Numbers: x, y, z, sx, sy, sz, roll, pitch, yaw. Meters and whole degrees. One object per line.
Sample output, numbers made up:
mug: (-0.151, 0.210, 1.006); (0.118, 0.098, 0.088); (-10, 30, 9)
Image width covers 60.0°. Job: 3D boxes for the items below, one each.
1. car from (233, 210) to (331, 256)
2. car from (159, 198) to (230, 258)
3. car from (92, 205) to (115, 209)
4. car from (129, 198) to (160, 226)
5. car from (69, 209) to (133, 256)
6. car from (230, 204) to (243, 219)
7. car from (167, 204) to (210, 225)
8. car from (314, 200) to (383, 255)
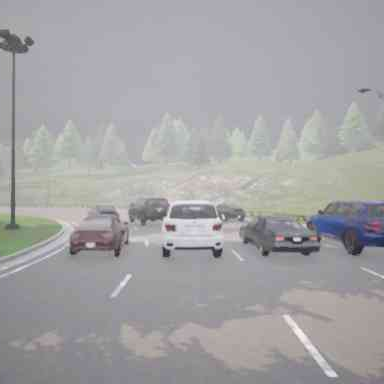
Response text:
car: (3.361, 1.677, 13.771); (2.033, 1.411, 5.357); (0, -1, -5)
car: (-0.130, 1.344, 13.523); (2.150, 2.045, 5.566); (0, 0, -5)
car: (-6.744, 1.742, 25.059); (1.837, 1.490, 4.892); (0, 0, -25)
car: (-3.414, 1.462, 26.230); (2.150, 2.045, 5.566); (0, 0, -24)
car: (-3.667, 1.654, 13.622); (1.812, 1.442, 4.674); (0, 0, -5)
car: (2.832, 1.782, 29.365); (1.837, 1.490, 4.892); (0, 0, -25)
car: (-0.394, 1.788, 27.993); (1.812, 1.442, 4.674); (0, 0, -25)
car: (6.849, 1.349, 14.064); (2.150, 2.045, 5.566); (0, 0, -5)
